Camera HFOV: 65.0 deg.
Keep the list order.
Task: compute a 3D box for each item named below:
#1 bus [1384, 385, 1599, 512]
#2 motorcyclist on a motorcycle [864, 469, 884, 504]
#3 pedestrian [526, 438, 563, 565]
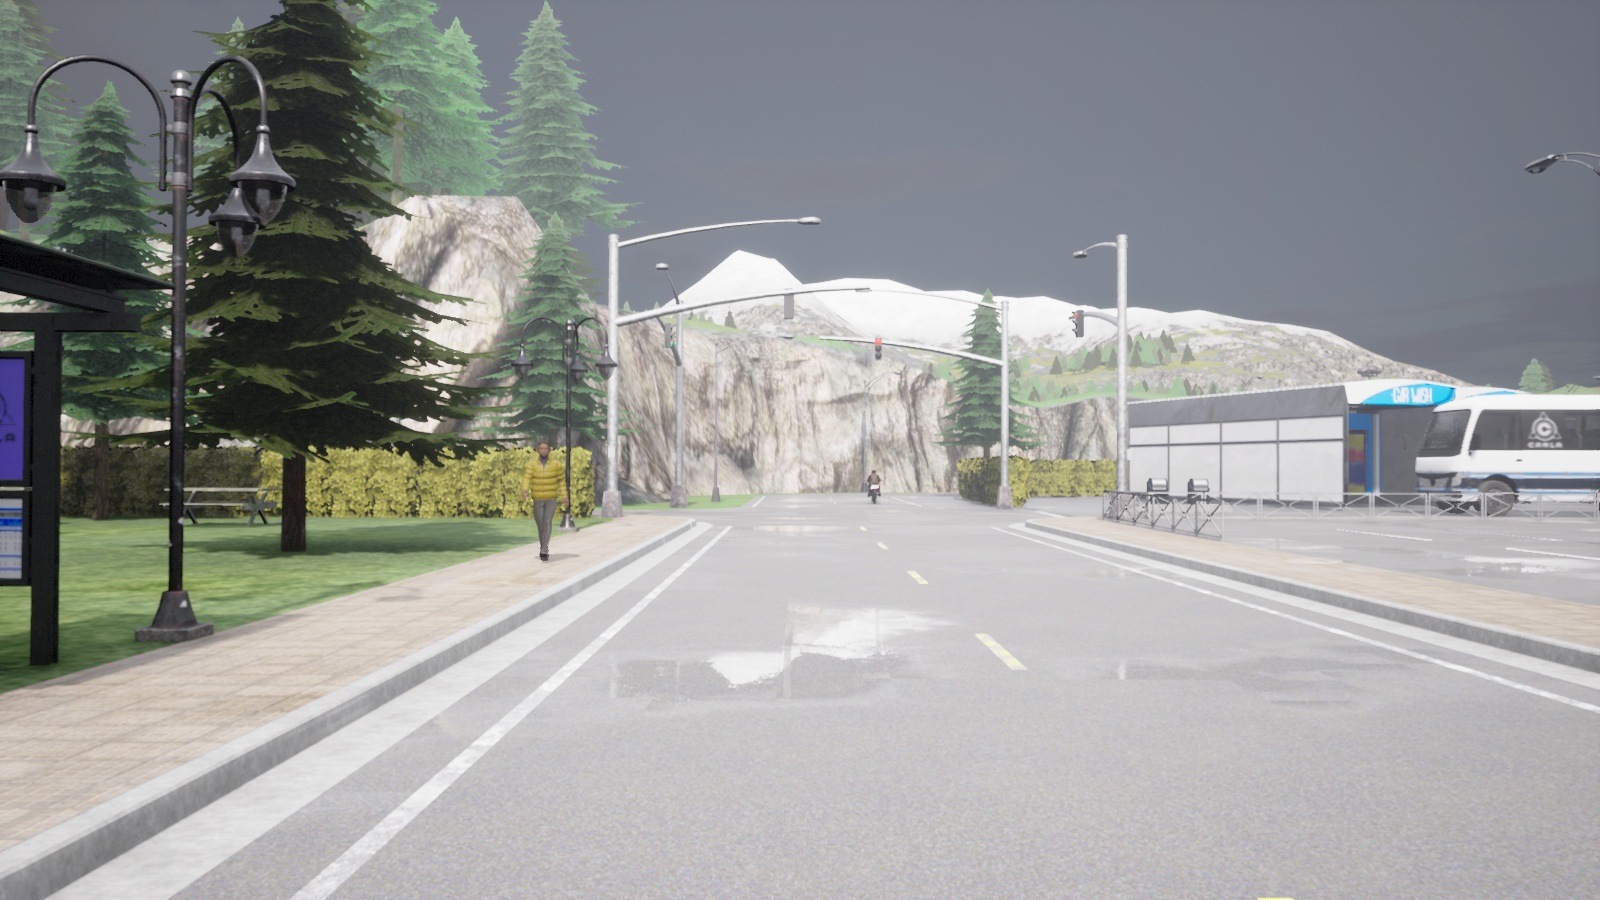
[{"bbox_3d":[26.640,-0.023,44.242,10.273,4.253,3.944,0,-1,1],"label":"bus"},{"bbox_3d":[3.305,1.602,56.055,0.797,1.523,2.044,0,-1,1],"label":"motorcyclist on a motorcycle"},{"bbox_3d":[-3.773,0.754,18.561,0.431,1.840,0.709,0,-1,-2],"label":"pedestrian"}]
